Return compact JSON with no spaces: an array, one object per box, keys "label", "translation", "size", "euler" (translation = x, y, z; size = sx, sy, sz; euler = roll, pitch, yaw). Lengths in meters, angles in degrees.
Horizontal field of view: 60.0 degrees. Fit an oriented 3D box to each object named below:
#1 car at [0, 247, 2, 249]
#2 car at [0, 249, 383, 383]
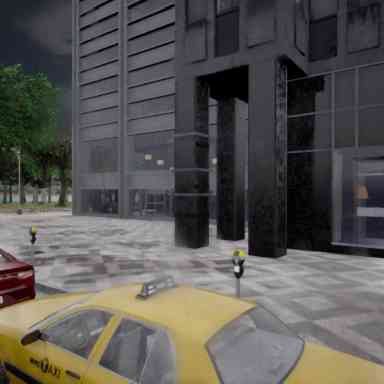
[{"label":"car","translation":[-4.823,1.545,6.410],"size":[4.507,1.381,1.887],"euler":[0,0,36]},{"label":"car","translation":[-0.537,1.525,3.347],"size":[4.829,1.417,1.752],"euler":[0,0,36]}]
